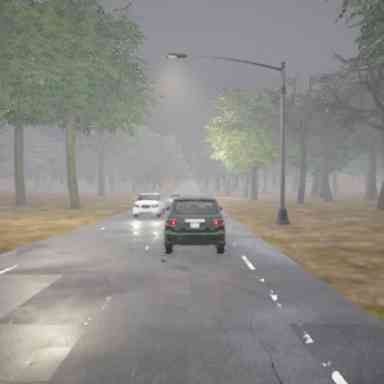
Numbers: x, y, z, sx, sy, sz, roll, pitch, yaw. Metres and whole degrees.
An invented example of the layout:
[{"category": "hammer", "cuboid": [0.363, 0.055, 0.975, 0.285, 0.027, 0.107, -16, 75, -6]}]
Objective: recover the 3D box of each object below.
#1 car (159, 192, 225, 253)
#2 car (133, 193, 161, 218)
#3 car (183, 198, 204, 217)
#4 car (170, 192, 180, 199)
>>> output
[{"category": "car", "cuboid": [0.099, 1.166, 13.577, 2.150, 2.045, 5.566, 0, 0, 0]}, {"category": "car", "cuboid": [-3.595, 1.074, 28.462, 2.150, 2.045, 5.566, 0, 0, 0]}, {"category": "car", "cuboid": [0.090, 1.357, 30.796, 1.812, 1.442, 4.674, 0, 0, 0]}, {"category": "car", "cuboid": [-3.491, 0.704, 68.476, 1.895, 1.301, 4.718, 0, 1, 0]}]
